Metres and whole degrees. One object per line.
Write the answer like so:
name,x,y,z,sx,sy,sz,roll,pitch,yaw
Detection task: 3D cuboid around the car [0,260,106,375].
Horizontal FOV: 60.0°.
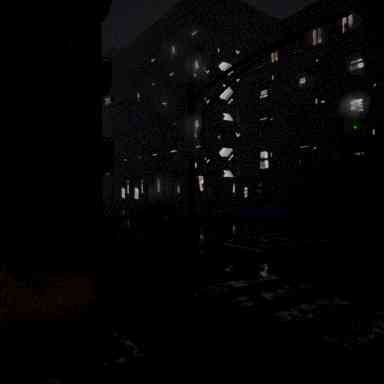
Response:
car,-3.551,1.525,4.032,4.829,1.417,1.752,0,0,-36

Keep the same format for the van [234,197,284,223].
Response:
van,4.932,1.280,24.945,1.690,1.788,3.998,0,0,-36

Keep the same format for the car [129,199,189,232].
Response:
car,-1.856,1.441,20.033,1.967,1.590,4.097,0,0,-36

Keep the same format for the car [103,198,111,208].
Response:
car,-11.715,1.463,47.841,1.887,1.381,4.507,-1,0,-36

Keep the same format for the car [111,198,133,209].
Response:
car,-8.385,1.463,43.262,1.887,1.381,4.507,-1,0,-36
